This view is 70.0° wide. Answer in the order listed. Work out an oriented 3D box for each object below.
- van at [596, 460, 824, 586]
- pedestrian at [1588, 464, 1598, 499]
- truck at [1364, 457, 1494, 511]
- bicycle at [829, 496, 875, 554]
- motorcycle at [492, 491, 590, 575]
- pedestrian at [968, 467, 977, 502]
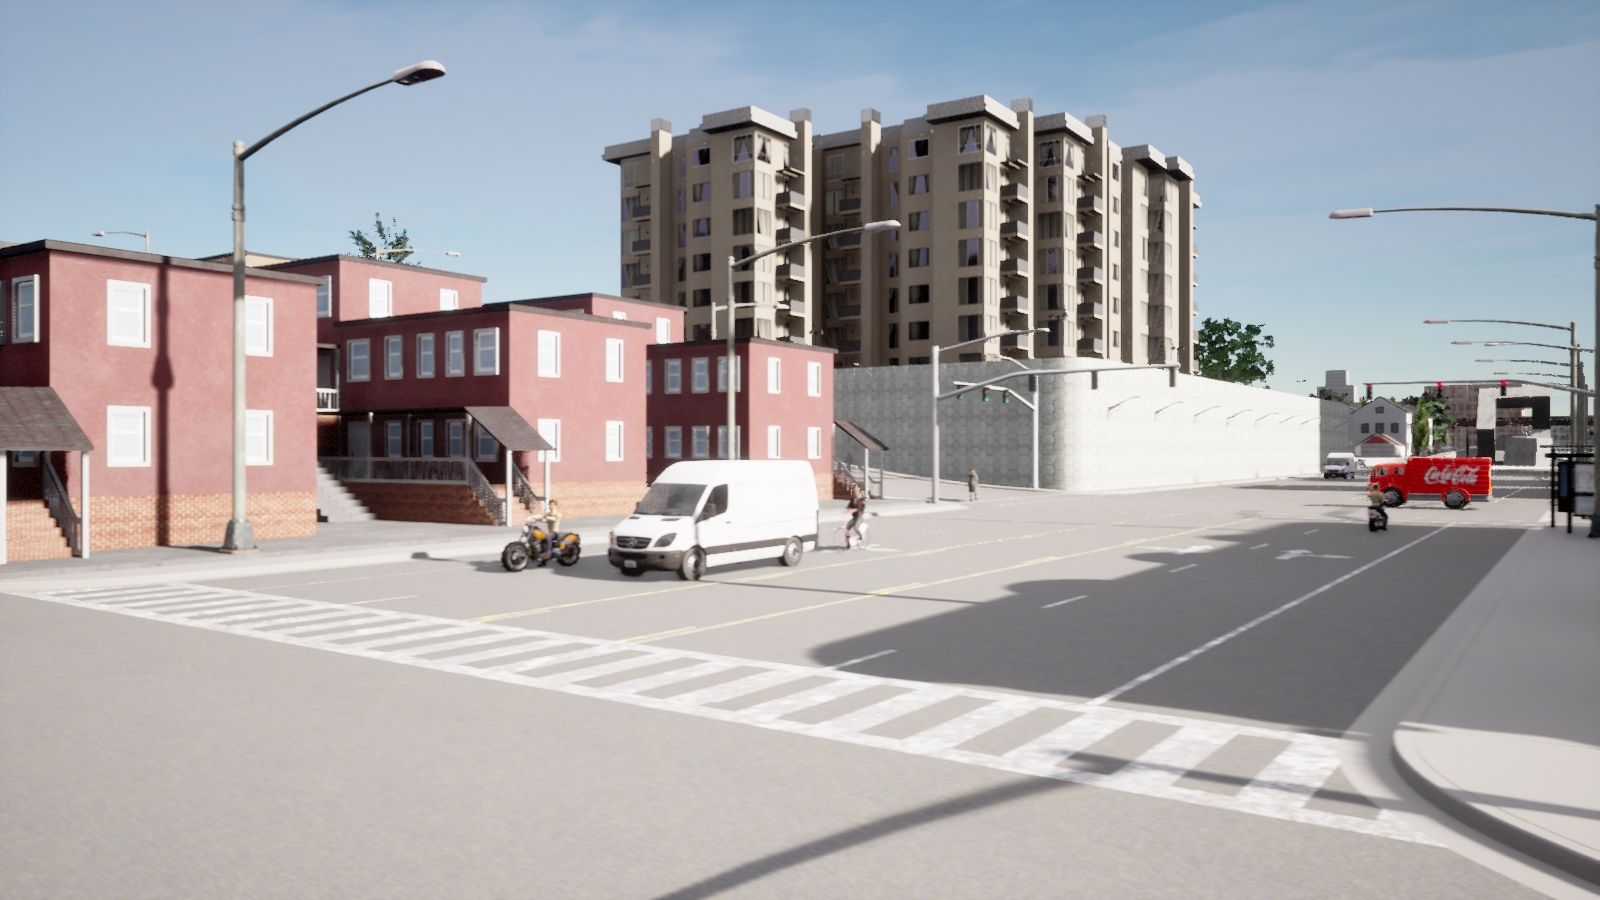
[{"bbox_3d":[-1.916,1.533,26.583,1.988,2.561,5.915,0,0,35],"label":"van"},{"bbox_3d":[42.976,1.696,61.949,0.375,1.860,0.375,0,0,-45],"label":"pedestrian"},{"bbox_3d":[30.225,1.567,54.936,5.204,2.467,2.627,0,0,35],"label":"truck"},{"bbox_3d":[1.447,2.044,31.385,0.329,1.496,1.835,-1,0,35],"label":"bicycle"},{"bbox_3d":[-6.041,1.905,26.797,0.764,1.802,2.356,0,0,35],"label":"motorcycle"},{"bbox_3d":[9.176,1.821,60.752,0.375,1.860,0.375,0,0,29],"label":"pedestrian"}]
